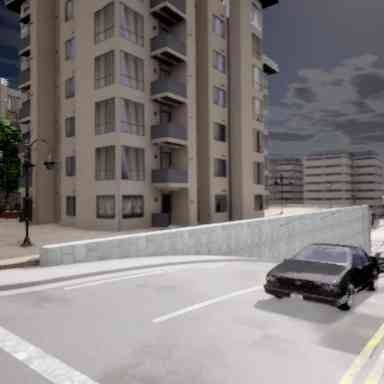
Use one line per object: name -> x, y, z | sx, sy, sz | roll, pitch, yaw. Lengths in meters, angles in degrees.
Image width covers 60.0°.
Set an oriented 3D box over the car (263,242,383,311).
car -> 4.021, 2.191, 9.562 | 2.033, 1.411, 5.357 | -1, -5, 39
